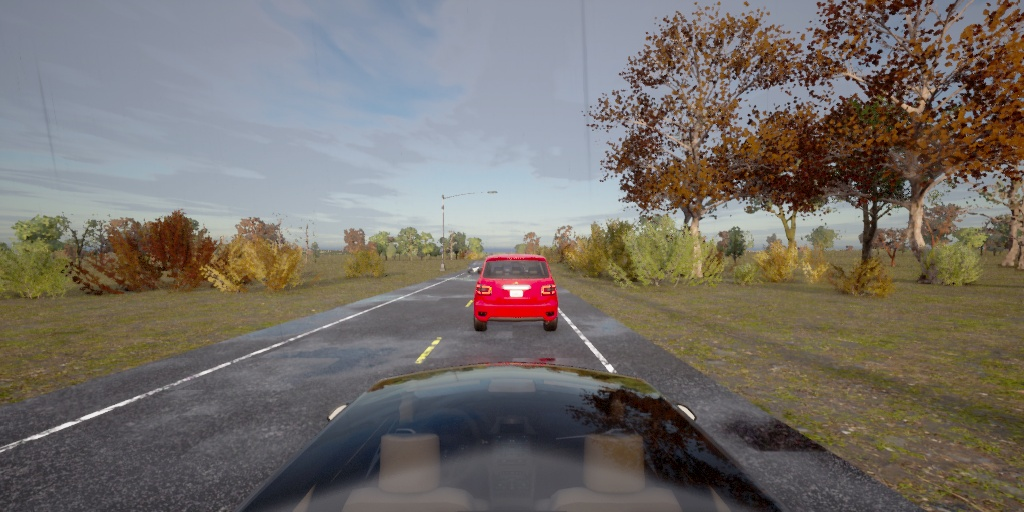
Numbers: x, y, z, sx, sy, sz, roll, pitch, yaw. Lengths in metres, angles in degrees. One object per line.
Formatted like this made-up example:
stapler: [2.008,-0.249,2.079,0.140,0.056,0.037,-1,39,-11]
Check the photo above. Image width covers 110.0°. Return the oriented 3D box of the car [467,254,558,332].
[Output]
car: [0.077,0.968,11.048,2.150,2.045,5.566,0,0,-1]

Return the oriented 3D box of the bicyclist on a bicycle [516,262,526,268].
bicyclist on a bicycle: [0.857,1.110,30.227,0.659,1.776,1.843,0,0,0]

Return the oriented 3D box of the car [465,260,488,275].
car: [-3.776,1.229,39.023,2.128,1.511,4.902,0,0,0]

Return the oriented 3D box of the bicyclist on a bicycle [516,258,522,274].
bicyclist on a bicycle: [0.780,1.107,40.240,0.659,1.776,1.843,0,0,0]
